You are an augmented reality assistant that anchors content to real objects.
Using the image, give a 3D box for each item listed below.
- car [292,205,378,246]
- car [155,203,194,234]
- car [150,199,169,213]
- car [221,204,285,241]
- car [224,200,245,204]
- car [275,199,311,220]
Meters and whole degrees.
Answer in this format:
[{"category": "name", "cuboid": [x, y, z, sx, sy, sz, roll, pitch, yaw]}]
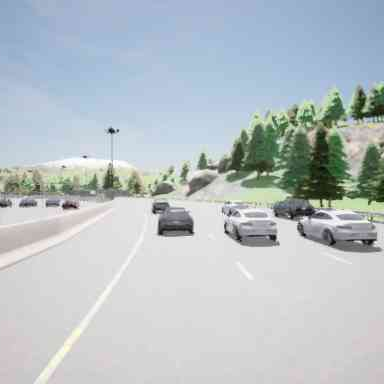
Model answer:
[{"category": "car", "cuboid": [6.412, 1.516, 15.077, 1.812, 1.442, 4.674, 0, 0, -4]}, {"category": "car", "cuboid": [-1.009, 1.568, 19.467, 1.994, 1.385, 4.181, 0, 0, -5]}, {"category": "car", "cuboid": [-3.534, 1.502, 36.916, 2.128, 1.511, 4.902, 0, 0, -11]}, {"category": "car", "cuboid": [2.788, 1.522, 16.455, 1.812, 1.442, 4.674, 0, 0, -5]}, {"category": "car", "cuboid": [4.258, 1.521, 33.058, 1.812, 1.442, 4.674, 0, 0, -9]}, {"category": "car", "cuboid": [8.504, 1.339, 28.244, 2.097, 1.767, 4.553, 0, 0, -8]}]
